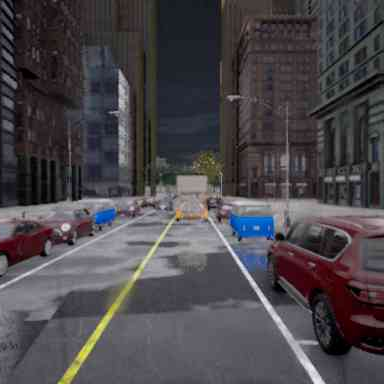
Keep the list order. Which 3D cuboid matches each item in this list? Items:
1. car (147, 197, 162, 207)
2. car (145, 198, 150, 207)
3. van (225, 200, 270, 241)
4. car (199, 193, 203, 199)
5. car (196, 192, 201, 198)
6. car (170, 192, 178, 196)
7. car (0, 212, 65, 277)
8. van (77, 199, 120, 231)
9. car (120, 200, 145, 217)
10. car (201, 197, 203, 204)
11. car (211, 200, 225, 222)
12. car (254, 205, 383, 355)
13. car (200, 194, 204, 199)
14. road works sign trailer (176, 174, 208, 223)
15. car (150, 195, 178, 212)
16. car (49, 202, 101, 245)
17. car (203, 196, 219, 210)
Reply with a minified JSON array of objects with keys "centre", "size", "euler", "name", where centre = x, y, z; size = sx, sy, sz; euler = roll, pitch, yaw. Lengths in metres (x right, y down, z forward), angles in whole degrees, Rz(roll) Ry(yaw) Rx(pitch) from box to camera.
[{"centre":[-5.794,1.521,51.371],"size":[1.802,1.307,4.206],"euler":[-1,0,0],"name":"car"},{"centre":[-5.792,1.494,45.994],"size":[1.887,1.381,4.507],"euler":[-1,0,0],"name":"car"},{"centre":[2.780,1.327,16.223],"size":[1.690,1.788,3.998],"euler":[-1,0,0],"name":"van"},{"centre":[2.726,1.440,62.475],"size":[1.752,1.417,4.829],"euler":[-1,0,0],"name":"car"},{"centre":[2.713,1.333,94.658],"size":[1.752,1.417,4.829],"euler":[-1,0,0],"name":"car"},{"centre":[-5.812,1.389,94.476],"size":[1.802,1.307,4.206],"euler":[-1,0,0],"name":"car"},{"centre":[-5.777,1.536,10.136],"size":[1.887,1.381,4.507],"euler":[-1,0,0],"name":"car"},{"centre":[-5.784,1.323,19.908],"size":[1.690,1.788,3.998],"euler":[-1,0,0],"name":"van"},{"centre":[-5.787,1.412,29.859],"size":[1.967,1.590,4.097],"euler":[-1,0,0],"name":"car"},{"centre":[2.733,1.514,46.698],"size":[1.947,1.339,4.313],"euler":[-1,0,0],"name":"car"},{"centre":[2.742,1.558,25.886],"size":[1.802,1.307,4.206],"euler":[-1,0,0],"name":"car"},{"centre":[2.773,1.310,6.047],"size":[2.192,1.841,5.009],"euler":[-1,0,0],"name":"car"},{"centre":[2.731,1.490,51.899],"size":[2.008,1.369,4.403],"euler":[-1,0,0],"name":"car"},{"centre":[0.000,0.432,25.057],"size":[2.380,3.560,2.880],"euler":[0,0,-1],"name":"road works sign trailer"},{"centre":[-3.105,1.455,37.998],"size":[2.128,1.511,4.902],"euler":[0,0,0],"name":"car"},{"centre":[-5.780,1.427,15.022],"size":[1.967,1.590,4.097],"euler":[-1,0,0],"name":"car"},{"centre":[2.735,1.523,41.494],"size":[1.947,1.339,4.313],"euler":[-1,0,0],"name":"car"}]
